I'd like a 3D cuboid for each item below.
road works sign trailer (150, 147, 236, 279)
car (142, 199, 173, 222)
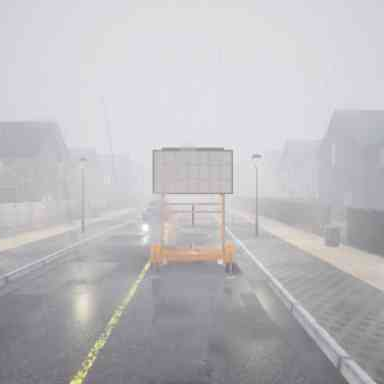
[{"bbox_3d":[0.029,0.466,10.062,2.380,3.560,2.880,0,0,1],"label":"road works sign trailer"},{"bbox_3d":[-2.688,1.381,26.451,2.097,1.767,4.553,0,0,0],"label":"car"}]
